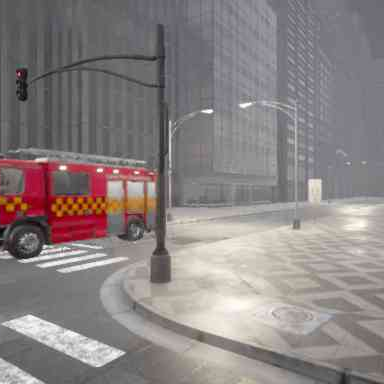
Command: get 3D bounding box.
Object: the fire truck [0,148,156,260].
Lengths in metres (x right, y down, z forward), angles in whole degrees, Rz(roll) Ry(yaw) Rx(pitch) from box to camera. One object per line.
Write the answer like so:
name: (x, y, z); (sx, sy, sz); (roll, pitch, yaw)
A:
fire truck: (-5.080, 0.361, 13.997); (2.891, 3.827, 8.468); (0, 0, 35)
